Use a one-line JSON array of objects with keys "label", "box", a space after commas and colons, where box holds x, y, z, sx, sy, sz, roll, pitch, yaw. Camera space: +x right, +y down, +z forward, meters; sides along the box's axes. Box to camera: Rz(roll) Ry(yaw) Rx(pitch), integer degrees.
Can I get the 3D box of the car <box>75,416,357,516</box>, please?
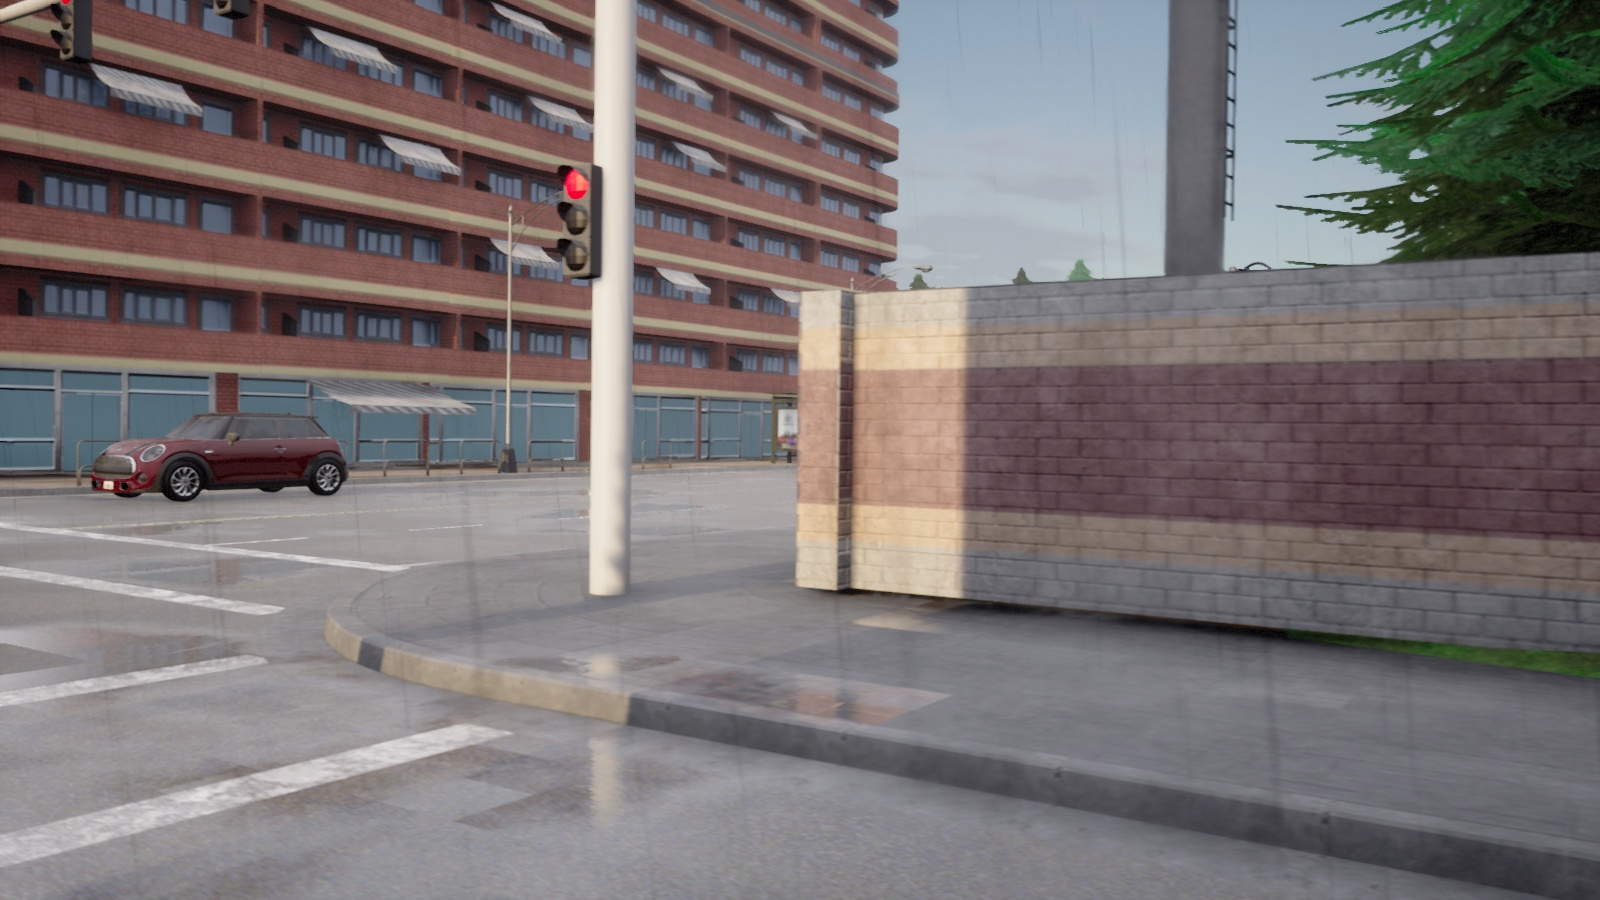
[{"label": "car", "box": [-11.246, 0.240, 24.500, 2.097, 1.767, 4.553, 0, 1, 33]}]
